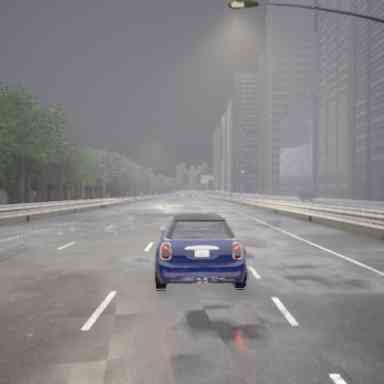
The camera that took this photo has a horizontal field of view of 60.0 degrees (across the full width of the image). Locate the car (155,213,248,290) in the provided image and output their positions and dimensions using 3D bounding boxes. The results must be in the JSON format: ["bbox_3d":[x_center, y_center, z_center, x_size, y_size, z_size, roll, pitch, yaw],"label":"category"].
[{"bbox_3d":[0.132,1.356,9.311,2.097,1.767,4.553,0,0,-2],"label":"car"}]
